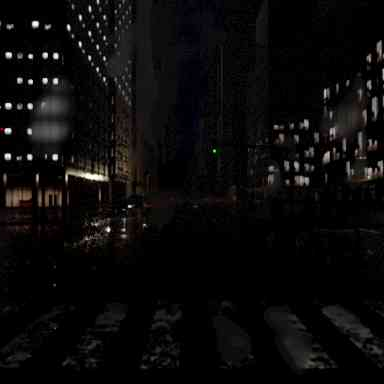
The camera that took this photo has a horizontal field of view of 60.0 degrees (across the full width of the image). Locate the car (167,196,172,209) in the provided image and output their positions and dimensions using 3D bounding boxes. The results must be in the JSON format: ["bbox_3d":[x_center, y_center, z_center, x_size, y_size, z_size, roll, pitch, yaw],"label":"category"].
[{"bbox_3d":[-4.107,1.447,43.918,2.097,1.767,4.553,0,0,-1],"label":"car"}]

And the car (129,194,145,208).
[{"bbox_3d":[-7.362,1.316,44.133,2.150,2.045,5.566,0,0,-1],"label":"car"}]

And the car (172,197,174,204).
[{"bbox_3d":[-4.284,1.639,53.904,1.812,1.442,4.674,0,0,-1],"label":"car"}]

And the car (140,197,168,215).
[{"bbox_3d":[-3.939,1.555,34.958,1.882,1.535,5.008,0,0,-1],"label":"car"}]

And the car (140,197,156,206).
[{"bbox_3d":[-7.592,1.666,57.989,2.033,1.411,5.357,0,0,-1],"label":"car"}]

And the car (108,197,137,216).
[{"bbox_3d":[-7.174,1.579,33.708,1.837,1.490,4.892,0,0,-1],"label":"car"}]
